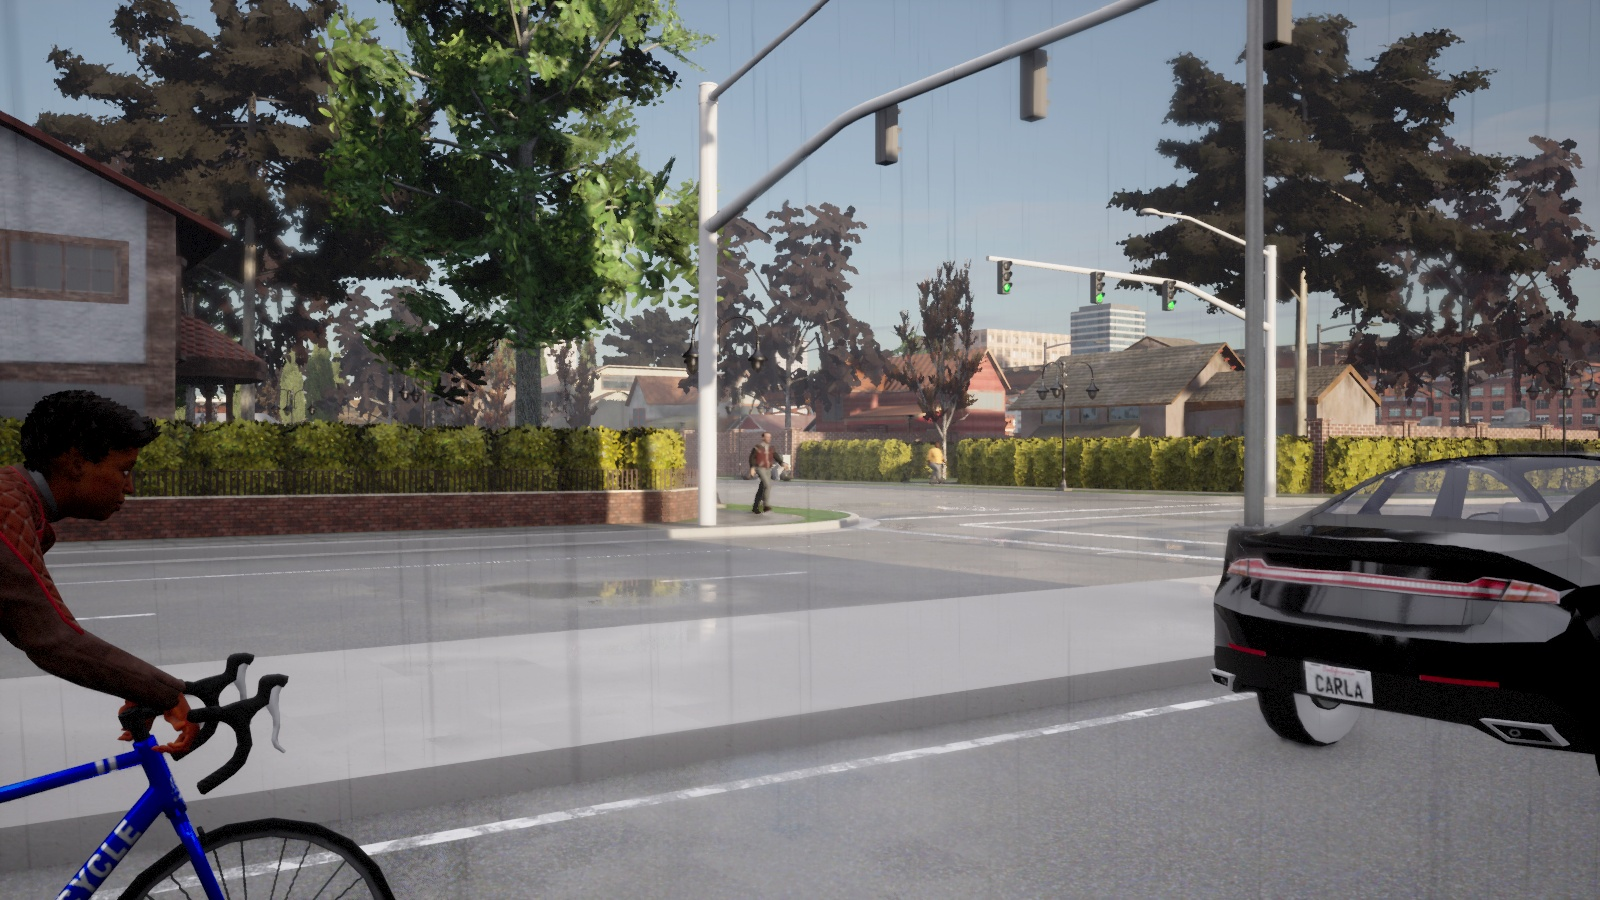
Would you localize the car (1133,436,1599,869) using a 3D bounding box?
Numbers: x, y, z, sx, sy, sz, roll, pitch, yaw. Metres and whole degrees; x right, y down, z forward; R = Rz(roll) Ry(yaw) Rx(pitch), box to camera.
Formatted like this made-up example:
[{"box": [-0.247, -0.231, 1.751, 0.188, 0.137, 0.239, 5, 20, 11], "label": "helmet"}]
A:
[{"box": [4.234, 0.708, 6.605, 4.902, 1.511, 2.128, 0, 0, -35], "label": "car"}]

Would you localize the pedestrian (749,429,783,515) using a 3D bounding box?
[{"box": [-0.744, 0.478, 27.351, 0.376, 1.854, 0.720, 0, 0, -39], "label": "pedestrian"}]

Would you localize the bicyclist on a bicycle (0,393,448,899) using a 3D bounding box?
[{"box": [-1.623, 0.707, 2.528, 1.656, 1.620, 0.582, 0, 0, -35], "label": "bicyclist on a bicycle"}]

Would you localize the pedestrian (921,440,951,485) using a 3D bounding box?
[{"box": [5.711, 0.527, 52.809, 0.874, 1.855, 0.900, 0, 0, -34], "label": "pedestrian"}]
